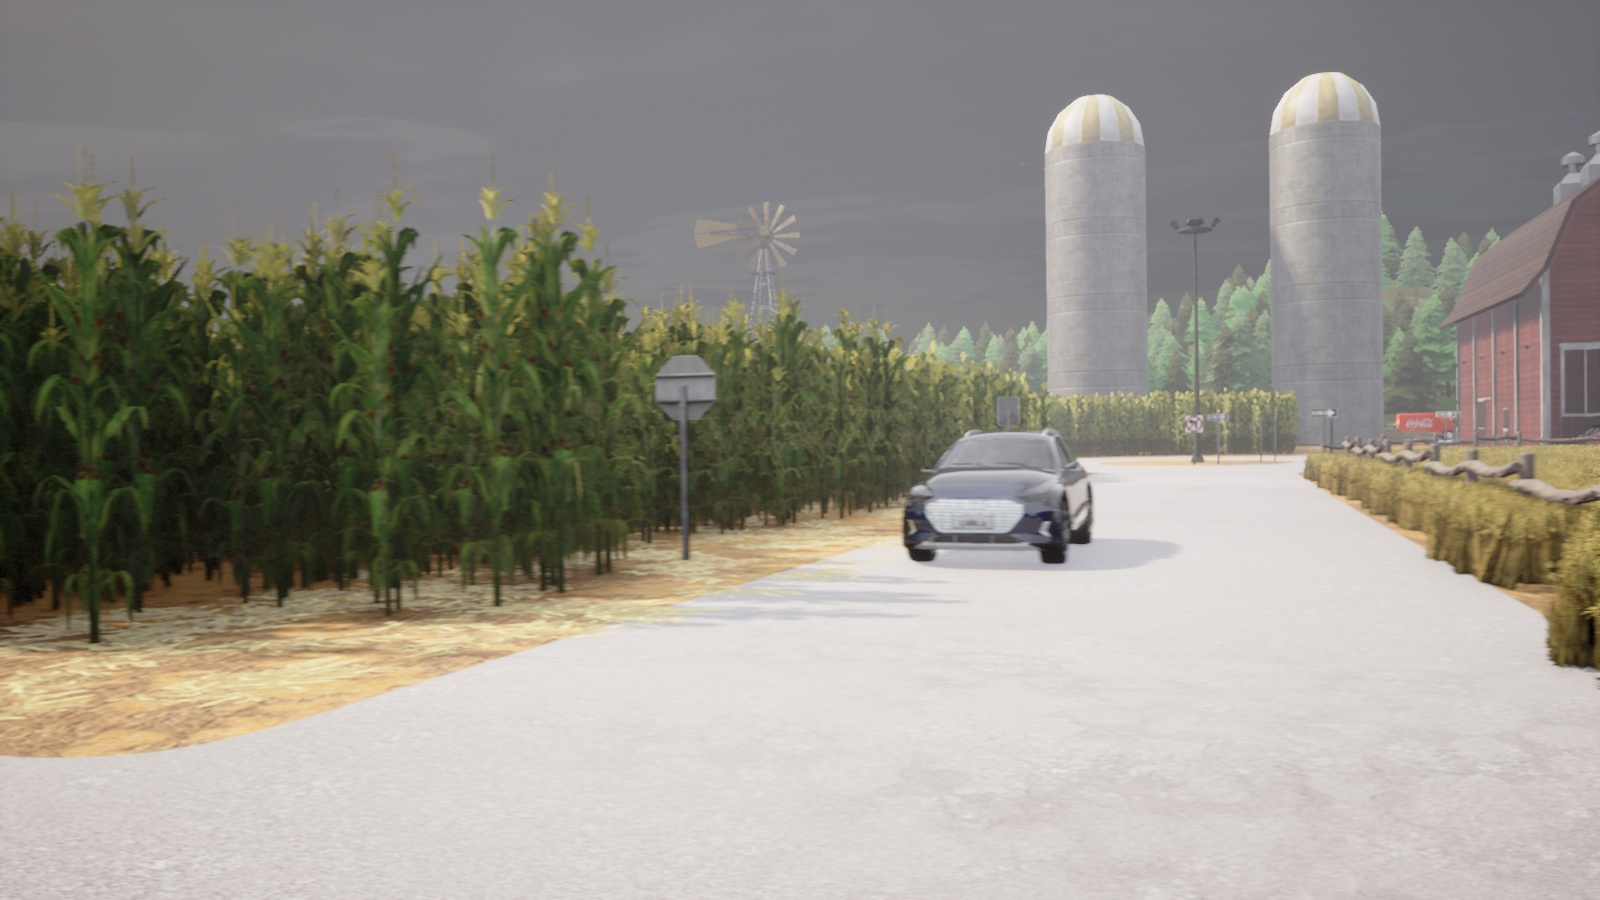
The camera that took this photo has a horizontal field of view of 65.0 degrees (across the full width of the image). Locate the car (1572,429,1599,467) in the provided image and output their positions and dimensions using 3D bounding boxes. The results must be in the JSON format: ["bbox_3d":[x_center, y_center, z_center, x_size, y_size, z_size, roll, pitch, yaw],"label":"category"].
[{"bbox_3d":[36.653,-0.107,54.635,4.856,1.649,2.033,0,1,14],"label":"car"}]

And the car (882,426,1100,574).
[{"bbox_3d":[2.700,0.549,16.615,2.033,1.649,4.856,0,0,19],"label":"car"}]
